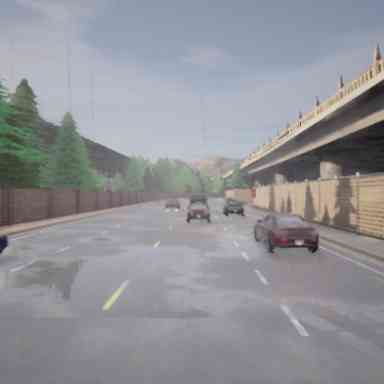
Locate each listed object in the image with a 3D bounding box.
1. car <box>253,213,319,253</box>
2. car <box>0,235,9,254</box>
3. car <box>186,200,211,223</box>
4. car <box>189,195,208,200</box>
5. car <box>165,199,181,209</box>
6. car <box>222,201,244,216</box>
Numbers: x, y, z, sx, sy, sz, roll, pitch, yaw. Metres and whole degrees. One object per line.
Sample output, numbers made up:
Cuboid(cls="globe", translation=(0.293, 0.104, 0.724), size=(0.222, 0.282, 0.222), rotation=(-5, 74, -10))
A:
Cuboid(cls="car", translation=(3.790, 1.598, 13.912), size=(1.812, 1.442, 4.674), rotation=(0, 0, 1))
Cuboid(cls="car", translation=(-6.987, 1.591, 8.699), size=(1.895, 1.301, 4.718), rotation=(0, 0, 1))
Cuboid(cls="car", translation=(0.524, 1.624, 26.679), size=(1.812, 1.442, 4.674), rotation=(0, 0, 1))
Cuboid(cls="car", translation=(0.770, 1.370, 40.144), size=(2.150, 2.045, 5.566), rotation=(0, 0, 1))
Cuboid(cls="car", translation=(-2.699, 1.720, 47.900), size=(1.994, 1.385, 4.181), rotation=(0, 0, 1))
Cuboid(cls="car", translation=(4.159, 1.637, 33.966), size=(2.128, 1.511, 4.902), rotation=(0, 0, 1))
